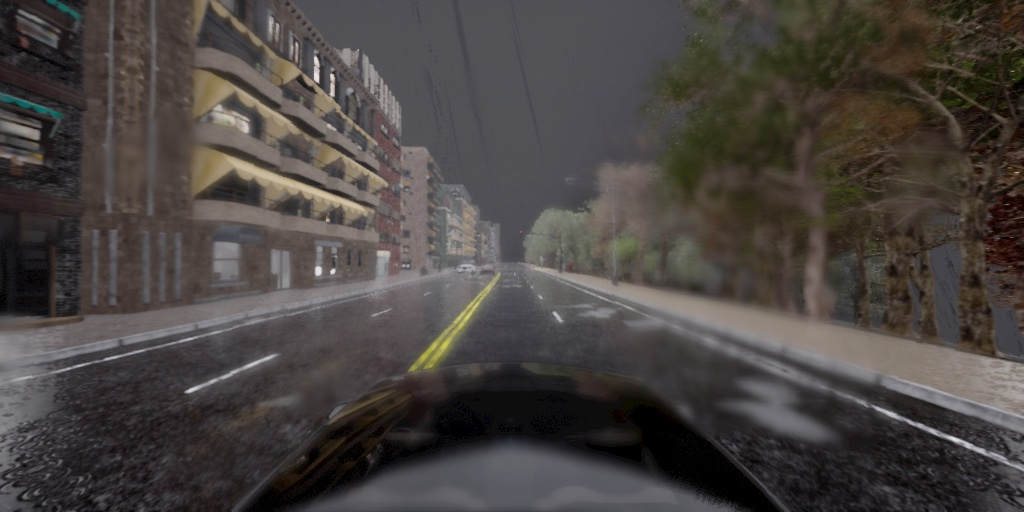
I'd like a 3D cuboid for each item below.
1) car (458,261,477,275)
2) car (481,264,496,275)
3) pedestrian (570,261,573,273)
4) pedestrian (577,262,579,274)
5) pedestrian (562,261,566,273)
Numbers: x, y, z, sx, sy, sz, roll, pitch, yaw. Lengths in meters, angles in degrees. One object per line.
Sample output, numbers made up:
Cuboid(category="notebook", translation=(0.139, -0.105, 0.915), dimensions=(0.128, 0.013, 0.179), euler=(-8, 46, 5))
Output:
Cuboid(category="car", translation=(-6.538, 1.695, 53.231), dimensions=(2.150, 2.045, 5.566), euler=(0, -1, 0))
Cuboid(category="car", translation=(-3.302, 1.923, 51.676), dimensions=(1.882, 1.535, 5.008), euler=(0, -1, 0))
Cuboid(category="pedestrian", translation=(8.979, 1.621, 54.033), dimensions=(0.375, 1.860, 0.375), euler=(0, -1, 0))
Cuboid(category="pedestrian", translation=(9.979, 1.817, 54.631), dimensions=(0.375, 1.860, 0.375), euler=(0, -1, 0))
Cuboid(category="pedestrian", translation=(7.979, 1.638, 55.233), dimensions=(0.375, 1.860, 0.375), euler=(0, -1, 0))
